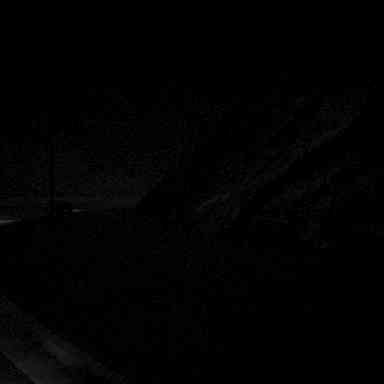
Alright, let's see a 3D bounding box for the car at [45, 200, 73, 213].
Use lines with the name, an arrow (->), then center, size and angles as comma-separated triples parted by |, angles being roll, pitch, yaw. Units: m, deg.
car -> -15.993, 1.706, 40.103 | 1.812, 1.442, 4.674 | 0, 0, 4
